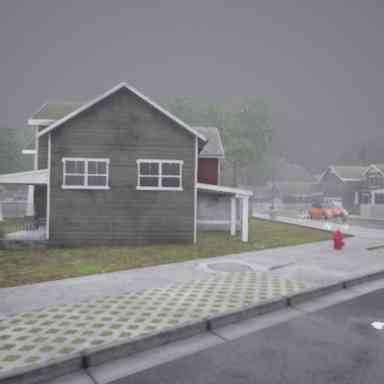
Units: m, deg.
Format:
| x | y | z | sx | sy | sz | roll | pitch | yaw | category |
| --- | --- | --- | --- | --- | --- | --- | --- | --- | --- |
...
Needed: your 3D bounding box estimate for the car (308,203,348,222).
| x | y | z | sx | sy | sz | roll | pitch | yaw | category |
| --- | --- | --- | --- | --- | --- | --- | --- | --- | --- |
| 12.831 | 1.833 | 31.646 | 2.097 | 1.767 | 4.553 | 1 | -2 | -5 | car |
